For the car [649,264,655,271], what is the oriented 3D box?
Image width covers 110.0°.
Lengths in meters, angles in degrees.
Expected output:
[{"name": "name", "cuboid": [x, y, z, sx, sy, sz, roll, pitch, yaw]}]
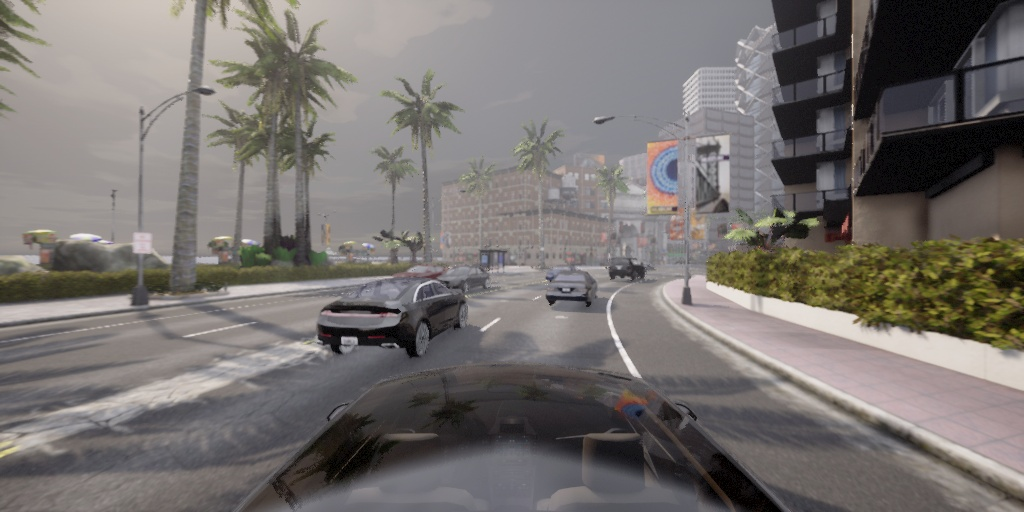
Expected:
[{"name": "car", "cuboid": [20.823, 1.651, 56.456, 1.994, 1.385, 4.181, 0, 0, 42]}]

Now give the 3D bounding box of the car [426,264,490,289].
[{"name": "car", "cuboid": [-2.871, 1.333, 21.567, 1.837, 1.490, 4.892, 0, 0, 20]}]

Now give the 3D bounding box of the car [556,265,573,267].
[{"name": "car", "cuboid": [4.454, 1.442, 29.291, 2.033, 1.411, 5.357, 0, 0, 28]}]

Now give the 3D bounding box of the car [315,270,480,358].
[{"name": "car", "cuboid": [-2.462, 1.263, 8.602, 2.128, 1.511, 4.902, 0, 0, 8]}]

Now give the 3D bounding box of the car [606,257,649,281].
[{"name": "car", "cuboid": [10.587, 1.158, 32.812, 2.150, 2.045, 5.566, 0, 0, 33]}]

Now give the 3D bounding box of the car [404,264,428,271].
[{"name": "car", "cuboid": [-5.832, 1.303, 23.663, 1.882, 1.535, 5.008, 0, 0, 21]}]

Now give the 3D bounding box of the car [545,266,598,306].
[{"name": "car", "cuboid": [2.831, 1.376, 16.312, 2.033, 1.411, 5.357, 0, 0, 17]}]
